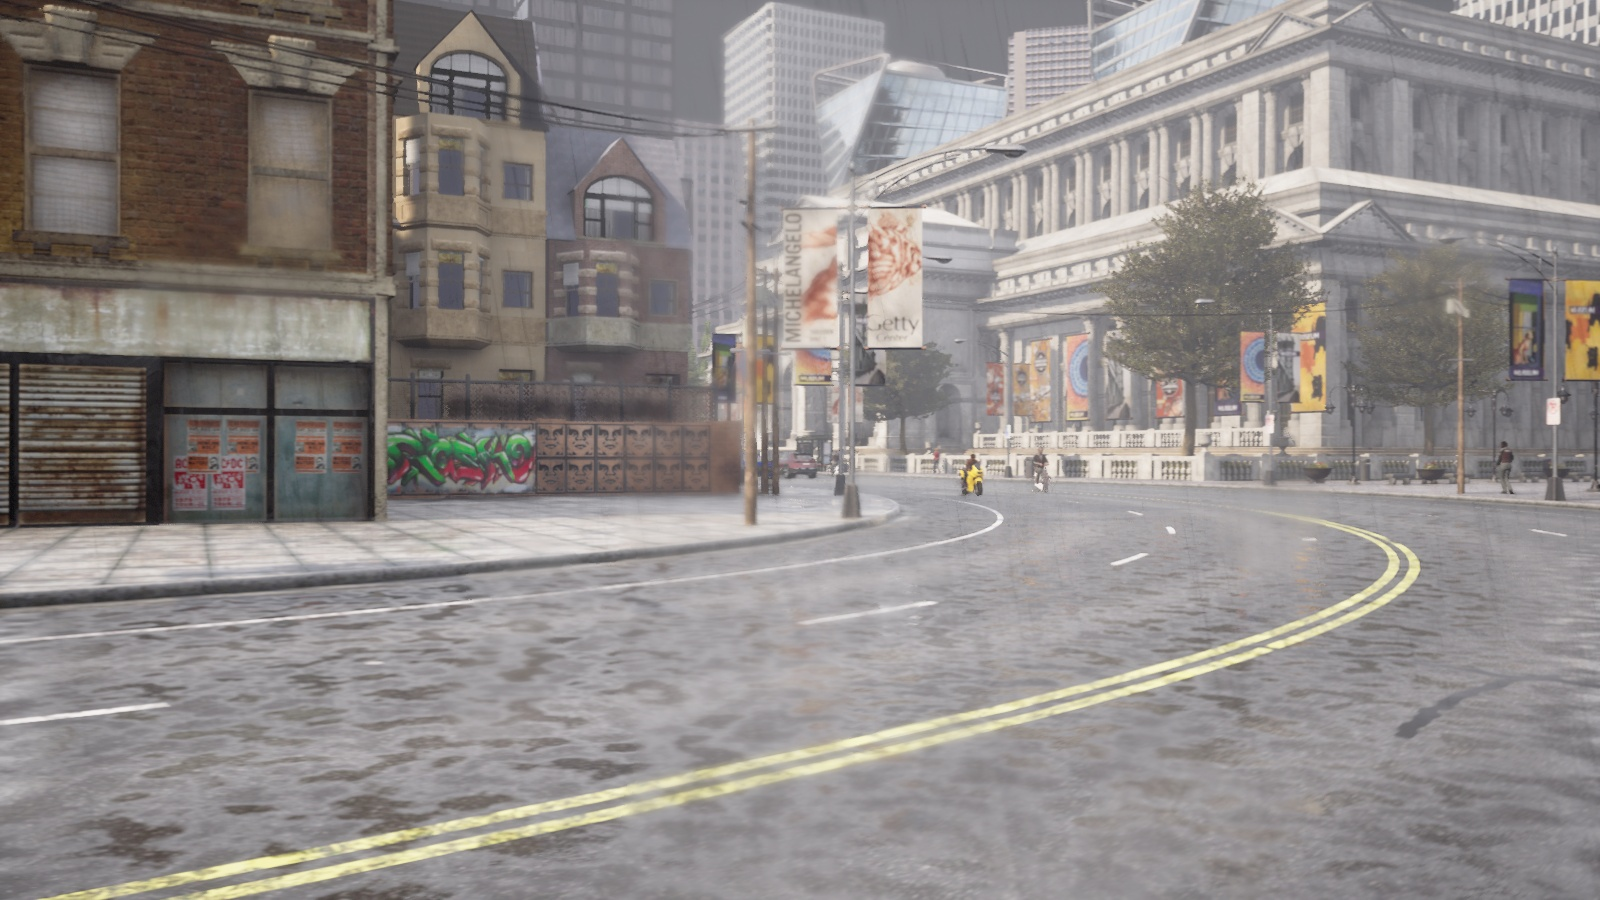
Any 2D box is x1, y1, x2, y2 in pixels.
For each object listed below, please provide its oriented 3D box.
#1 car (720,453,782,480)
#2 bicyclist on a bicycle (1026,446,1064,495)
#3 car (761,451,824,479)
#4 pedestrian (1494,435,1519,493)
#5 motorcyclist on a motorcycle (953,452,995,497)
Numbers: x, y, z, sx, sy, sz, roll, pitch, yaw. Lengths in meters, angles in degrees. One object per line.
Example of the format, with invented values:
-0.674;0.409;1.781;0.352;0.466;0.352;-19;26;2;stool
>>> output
-2.945;0.967;74.835;1.882;1.535;5.008;0;0;-25;car
9.100;0.739;46.680;0.659;1.776;1.843;0;0;-14;bicyclist on a bicycle
-0.502;0.921;77.861;2.033;1.649;4.856;0;-1;-25;car
23.898;0.473;42.474;0.402;1.930;0.666;0;0;-7;pedestrian
6.110;0.851;44.166;0.797;1.523;2.044;-1;0;-12;motorcyclist on a motorcycle
